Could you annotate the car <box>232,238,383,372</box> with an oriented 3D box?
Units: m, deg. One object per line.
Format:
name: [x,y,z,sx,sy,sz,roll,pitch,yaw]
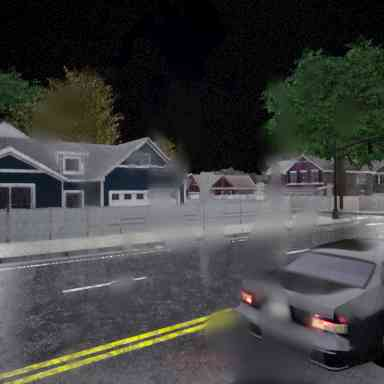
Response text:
car: [3.143,1.539,5.709,5.357,1.411,2.033,0,0,-36]
